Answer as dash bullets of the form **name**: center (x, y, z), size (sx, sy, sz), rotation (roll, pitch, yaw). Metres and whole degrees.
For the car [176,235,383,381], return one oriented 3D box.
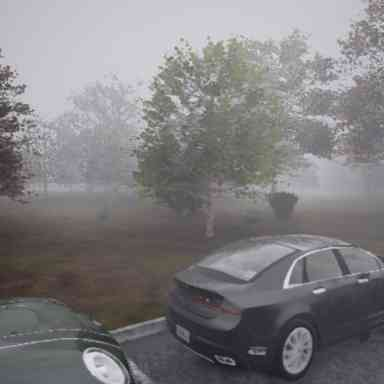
- **car**: center (1.912, 1.453, 5.423), size (4.892, 1.521, 2.231), rotation (0, 0, -33)

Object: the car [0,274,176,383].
- **car**: center (-2.645, 1.360, 2.173), size (4.553, 1.767, 2.185), rotation (0, 0, -33)
